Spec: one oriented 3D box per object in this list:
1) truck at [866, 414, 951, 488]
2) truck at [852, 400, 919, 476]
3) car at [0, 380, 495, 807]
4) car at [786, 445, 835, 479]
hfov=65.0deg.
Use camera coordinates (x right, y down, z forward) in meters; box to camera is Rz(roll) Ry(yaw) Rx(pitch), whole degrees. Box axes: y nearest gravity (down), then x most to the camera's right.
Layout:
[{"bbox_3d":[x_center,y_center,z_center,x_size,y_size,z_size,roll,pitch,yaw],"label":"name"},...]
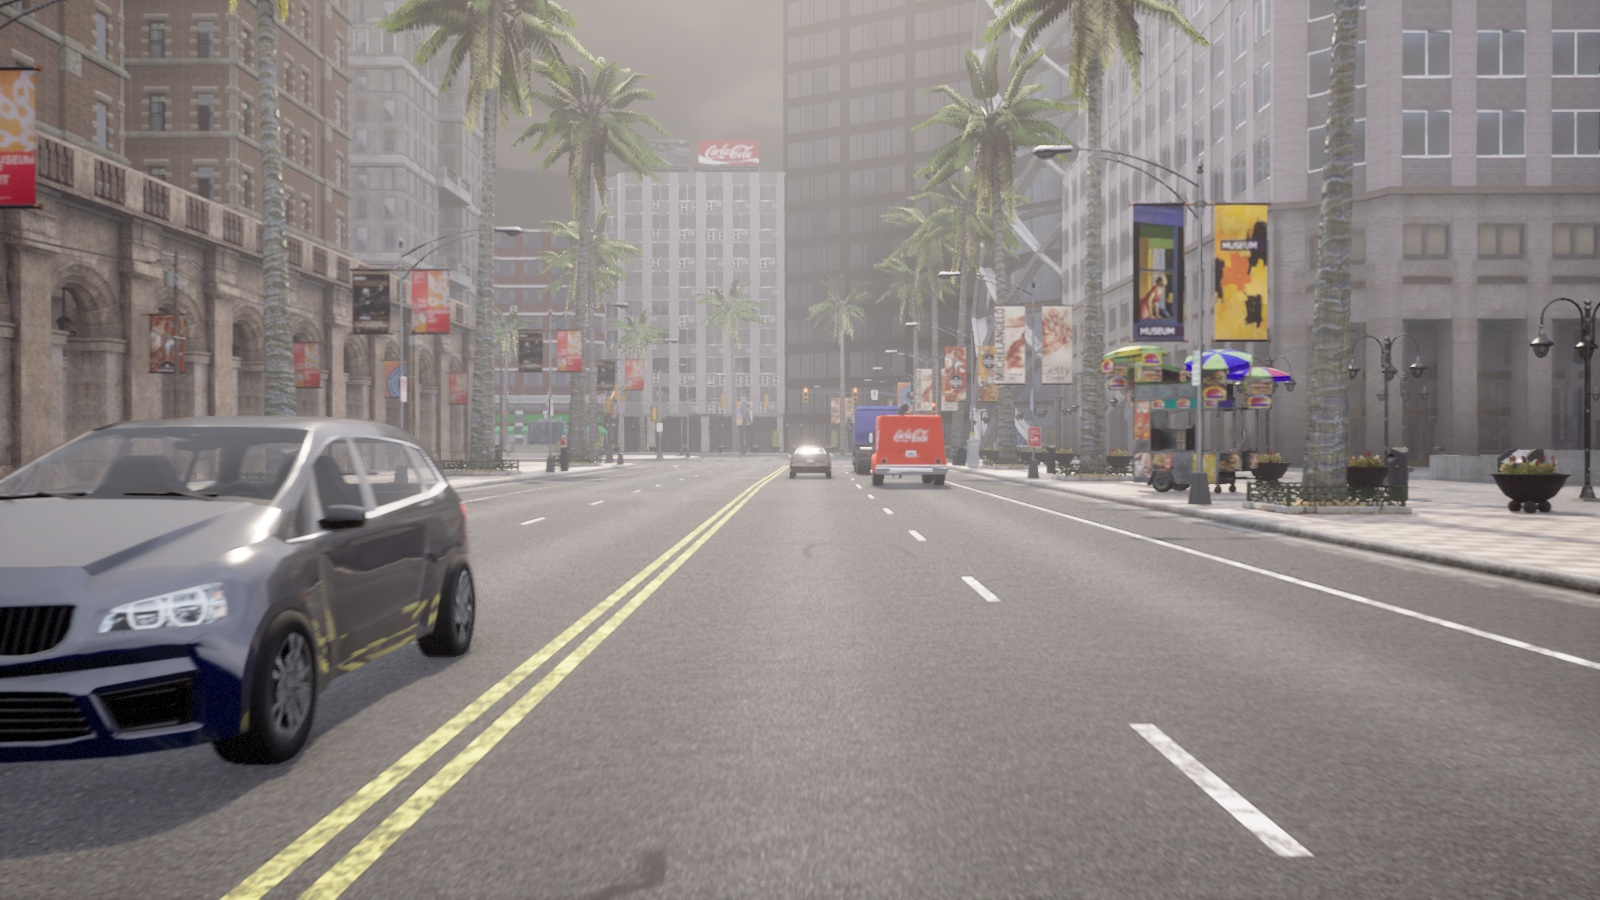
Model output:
[{"bbox_3d":[3.788,0.010,44.795,2.627,2.467,5.204,0,0,1],"label":"truck"},{"bbox_3d":[4.087,-0.580,61.661,2.891,3.462,7.936,0,0,1],"label":"truck"},{"bbox_3d":[-3.444,0.547,7.213,2.242,1.667,4.611,0,0,0],"label":"car"},{"bbox_3d":[0.466,0.487,54.553,2.033,1.411,5.357,0,0,1],"label":"car"}]
